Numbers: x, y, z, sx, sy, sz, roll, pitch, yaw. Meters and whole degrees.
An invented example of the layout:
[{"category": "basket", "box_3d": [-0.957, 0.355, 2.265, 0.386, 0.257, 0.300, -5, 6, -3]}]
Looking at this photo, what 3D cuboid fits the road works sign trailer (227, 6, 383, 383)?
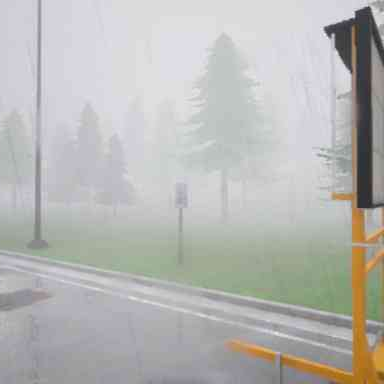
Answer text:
[{"category": "road works sign trailer", "box_3d": [1.610, 0.527, 3.240, 2.880, 3.560, 2.380, -1, -1, 36]}]
